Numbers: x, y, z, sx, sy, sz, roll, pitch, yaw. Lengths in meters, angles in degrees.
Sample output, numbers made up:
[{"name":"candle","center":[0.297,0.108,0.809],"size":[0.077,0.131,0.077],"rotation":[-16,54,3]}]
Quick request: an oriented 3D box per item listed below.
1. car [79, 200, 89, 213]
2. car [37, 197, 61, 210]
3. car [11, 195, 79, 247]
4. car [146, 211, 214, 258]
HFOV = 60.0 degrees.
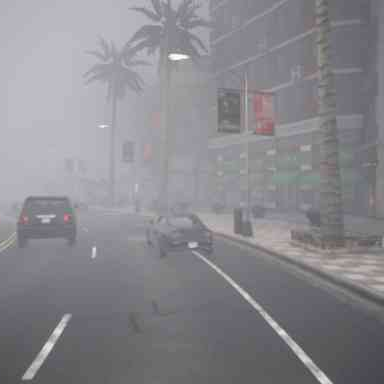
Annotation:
[{"name":"car","center":[-12.107,1.414,33.703],"size":[1.994,1.385,4.181],"rotation":[-1,1,-41]},{"name":"car","center":[-17.762,1.357,41.132],"size":[1.812,1.442,4.674],"rotation":[-1,0,-34]},{"name":"car","center":[-6.394,1.159,15.040],"size":[2.150,2.045,5.566],"rotation":[0,0,-20]},{"name":"car","center":[-0.565,1.451,12.483],"size":[1.812,1.442,4.674],"rotation":[0,0,-15]}]
